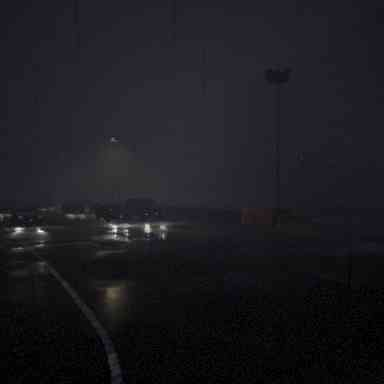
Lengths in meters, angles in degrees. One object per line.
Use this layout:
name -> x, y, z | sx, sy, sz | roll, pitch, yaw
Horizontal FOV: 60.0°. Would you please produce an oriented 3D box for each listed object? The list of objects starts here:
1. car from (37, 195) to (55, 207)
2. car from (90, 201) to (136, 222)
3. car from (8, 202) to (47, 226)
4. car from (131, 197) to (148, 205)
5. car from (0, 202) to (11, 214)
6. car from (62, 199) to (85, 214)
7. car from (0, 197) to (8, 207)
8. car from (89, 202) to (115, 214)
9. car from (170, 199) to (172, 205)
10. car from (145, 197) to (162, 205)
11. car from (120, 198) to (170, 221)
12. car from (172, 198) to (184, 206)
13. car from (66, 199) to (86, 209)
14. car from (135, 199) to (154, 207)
car -> -25.563, 1.613, 58.037 | 2.150, 2.045, 5.566 | 1, 0, -33
car -> -7.383, 1.868, 30.432 | 2.128, 1.511, 4.902 | 1, -1, -34
car -> -13.147, 1.817, 26.458 | 1.812, 1.442, 4.674 | 1, -1, -34
car -> -11.995, 2.043, 75.594 | 1.837, 1.490, 4.892 | 1, 0, -33
car -> -22.903, 1.901, 41.166 | 2.033, 1.411, 5.357 | 1, 0, -33
car -> -15.008, 1.984, 41.918 | 2.033, 1.411, 5.357 | 1, -1, -33
car -> -31.897, 1.543, 54.939 | 2.128, 1.511, 4.902 | 1, 0, -33
car -> -11.748, 2.042, 43.339 | 1.994, 1.385, 4.181 | 1, -1, -34
car -> -6.494, 2.254, 67.277 | 1.895, 1.301, 4.718 | 1, 0, -33
car -> -9.076, 2.063, 77.525 | 1.882, 1.535, 5.008 | 1, 0, -33
car -> -4.761, 1.642, 32.811 | 2.150, 2.045, 5.566 | 1, -1, -34
car -> -3.536, 2.050, 69.155 | 2.097, 1.767, 4.553 | 1, 0, -33
car -> -18.948, 1.939, 54.268 | 1.882, 1.535, 5.008 | 1, 0, -33
car -> -9.395, 2.137, 65.321 | 1.812, 1.442, 4.674 | 1, 0, -33
